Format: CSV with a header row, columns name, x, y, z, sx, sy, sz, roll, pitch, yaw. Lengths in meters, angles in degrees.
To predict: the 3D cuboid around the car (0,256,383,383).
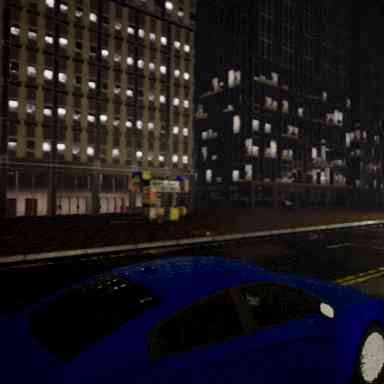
name,x,y,z,sx,sy,sz,roll,pitch,yaw
car,0.245,1.478,3.637,5.008,1.535,1.882,0,0,-36
